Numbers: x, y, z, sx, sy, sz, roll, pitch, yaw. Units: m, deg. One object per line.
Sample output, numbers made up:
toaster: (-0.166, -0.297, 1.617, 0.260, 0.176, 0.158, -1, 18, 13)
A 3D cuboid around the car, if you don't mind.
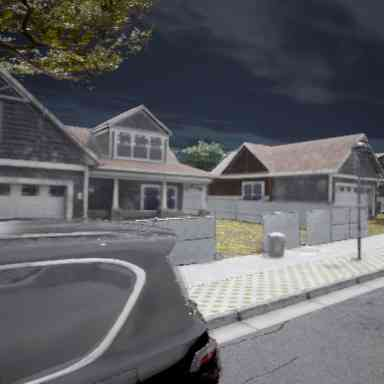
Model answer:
car: (-2.369, 1.230, 1.362, 5.566, 2.045, 2.150, 0, 0, -36)
